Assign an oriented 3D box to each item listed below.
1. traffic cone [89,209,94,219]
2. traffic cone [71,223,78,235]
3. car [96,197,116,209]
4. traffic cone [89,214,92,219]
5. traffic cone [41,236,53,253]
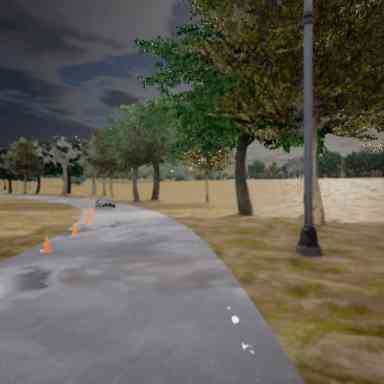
[{"bbox_3d":[-8.086,1.845,26.805,0.340,0.580,0.340,-1,1,-15],"label":"traffic cone"},{"bbox_3d":[-6.081,1.919,17.282,0.340,0.580,0.340,0,0,-9],"label":"traffic cone"},{"bbox_3d":[-10.374,1.295,39.926,1.994,1.385,4.181,-1,1,-23],"label":"car"},{"bbox_3d":[-6.966,1.886,22.068,0.340,0.580,0.340,-1,1,-12],"label":"traffic cone"},{"bbox_3d":[-5.434,1.942,12.455,0.340,0.580,0.340,0,0,-6],"label":"traffic cone"}]
